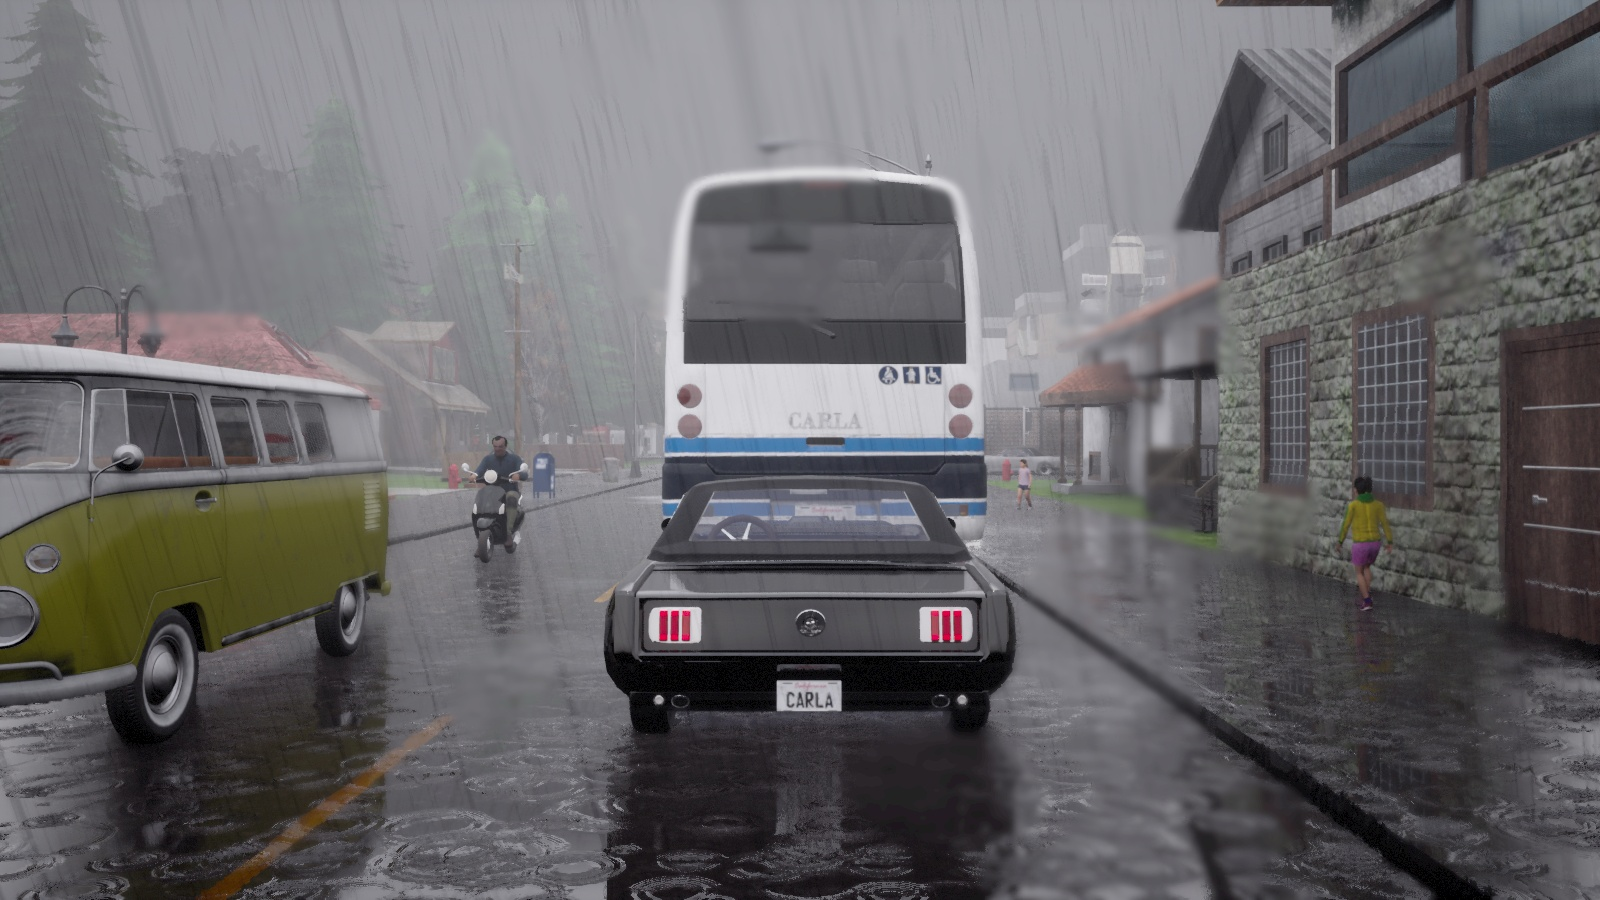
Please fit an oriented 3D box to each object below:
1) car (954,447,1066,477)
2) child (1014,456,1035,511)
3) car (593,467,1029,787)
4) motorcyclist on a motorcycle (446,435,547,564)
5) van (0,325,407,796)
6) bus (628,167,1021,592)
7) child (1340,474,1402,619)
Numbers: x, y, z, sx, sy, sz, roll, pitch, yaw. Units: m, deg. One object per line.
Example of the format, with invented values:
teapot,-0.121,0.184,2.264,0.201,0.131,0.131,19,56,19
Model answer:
car,9.382,0.537,56.299,4.718,1.301,1.895,0,0,0
child,4.662,0.692,26.120,0.255,1.110,0.394,0,0,44
car,0.053,0.803,7.818,1.895,1.301,4.718,0,0,0
motorcyclist on a motorcycle,-3.907,0.605,16.322,0.866,1.590,1.817,0,0,0
van,-3.948,0.454,7.526,1.775,1.987,4.442,0,0,0
bus,0.139,-0.730,17.748,3.944,4.253,10.273,0,0,-1
child,4.698,0.782,10.345,0.299,1.160,0.473,0,0,0
